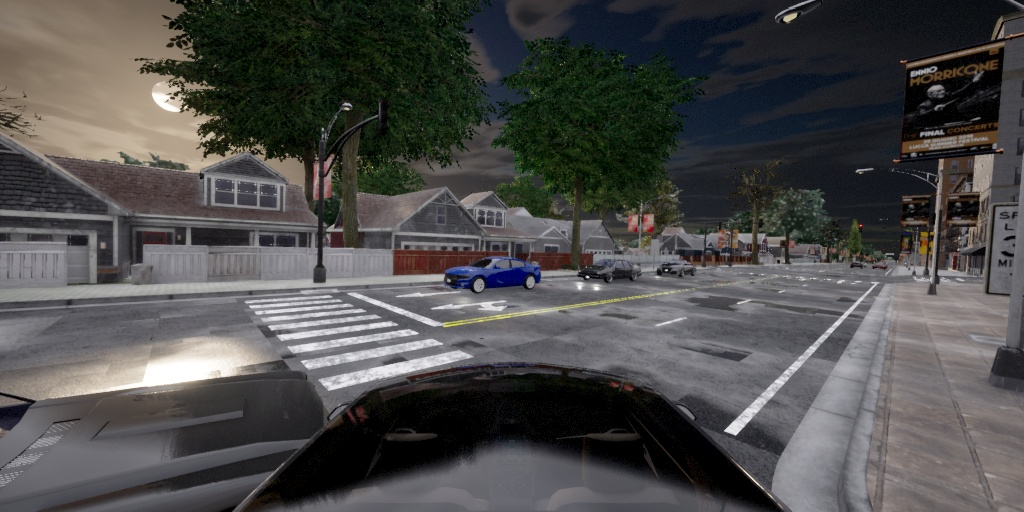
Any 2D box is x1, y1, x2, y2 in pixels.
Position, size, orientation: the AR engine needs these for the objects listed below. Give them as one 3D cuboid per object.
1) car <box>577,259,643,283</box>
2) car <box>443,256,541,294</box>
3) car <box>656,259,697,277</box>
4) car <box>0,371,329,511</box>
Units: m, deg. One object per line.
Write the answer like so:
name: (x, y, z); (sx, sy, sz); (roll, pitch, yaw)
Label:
car: (6.529, 0.900, 23.415); (5.357, 1.411, 2.033); (0, 3, -43)
car: (-0.789, 0.770, 16.656); (5.008, 1.535, 1.882); (0, 3, -43)
car: (13.879, 0.980, 30.175); (4.181, 1.385, 1.994); (0, 3, -43)
car: (-3.322, 1.279, 1.524); (4.718, 1.301, 1.895); (1, 2, -33)
